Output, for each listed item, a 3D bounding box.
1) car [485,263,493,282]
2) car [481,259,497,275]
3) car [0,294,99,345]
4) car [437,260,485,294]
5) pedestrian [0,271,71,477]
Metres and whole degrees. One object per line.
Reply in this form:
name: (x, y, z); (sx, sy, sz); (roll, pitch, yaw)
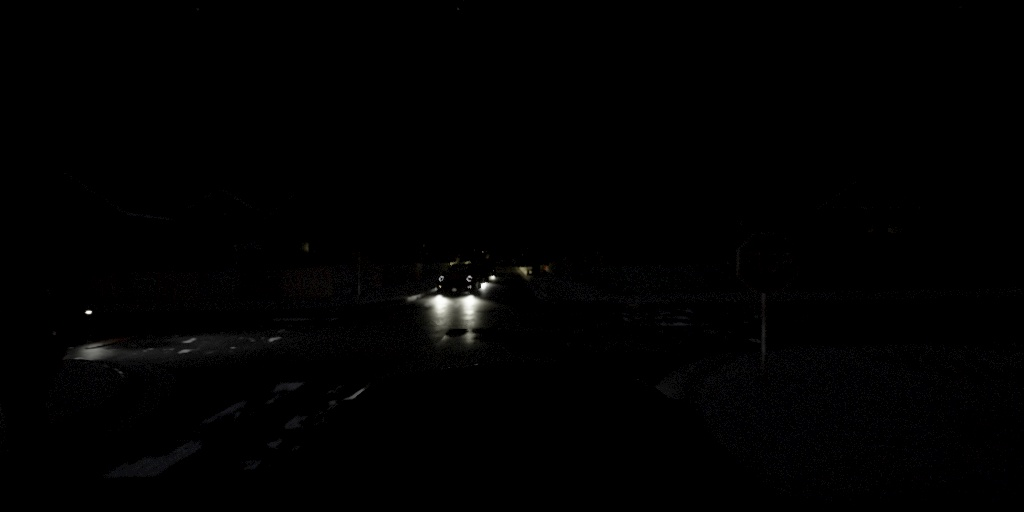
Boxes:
car: (-3.067, 1.577, 31.993); (1.994, 1.385, 4.181); (0, -1, 0)
car: (-3.153, 1.355, 45.784); (2.150, 2.045, 5.566); (0, 0, 0)
car: (-13.283, 1.590, 8.691); (4.718, 1.301, 1.895); (-1, 0, -1)
car: (-3.081, 1.274, 21.788); (2.097, 1.767, 4.553); (0, 0, 2)
pedestrian: (-4.526, 1.048, 3.353); (0.375, 1.860, 0.375); (0, 0, 0)
